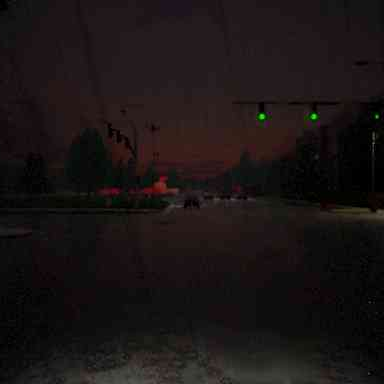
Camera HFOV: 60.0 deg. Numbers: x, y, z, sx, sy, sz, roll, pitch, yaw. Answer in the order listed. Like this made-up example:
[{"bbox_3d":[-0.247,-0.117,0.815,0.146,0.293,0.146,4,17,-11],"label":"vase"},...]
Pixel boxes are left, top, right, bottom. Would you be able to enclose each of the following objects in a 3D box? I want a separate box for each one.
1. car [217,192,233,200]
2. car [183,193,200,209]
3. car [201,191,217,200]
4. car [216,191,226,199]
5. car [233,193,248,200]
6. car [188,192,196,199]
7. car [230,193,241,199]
[{"bbox_3d":[6.950,0.974,69.623,1.837,1.490,4.892,0,0,0],"label":"car"},{"bbox_3d":[-0.025,1.225,39.824,1.812,1.442,4.674,0,0,0],"label":"car"},{"bbox_3d":[3.450,0.999,69.620,2.128,1.511,4.902,0,0,0],"label":"car"},{"bbox_3d":[6.941,0.673,80.008,2.097,1.767,4.553,0,0,0],"label":"car"},{"bbox_3d":[10.449,1.024,70.043,1.994,1.385,4.181,0,0,0],"label":"car"},{"bbox_3d":[-0.059,0.842,80.034,1.812,1.442,4.674,0,0,0],"label":"car"},{"bbox_3d":[10.441,0.857,80.043,2.033,1.411,5.357,0,0,0],"label":"car"}]
